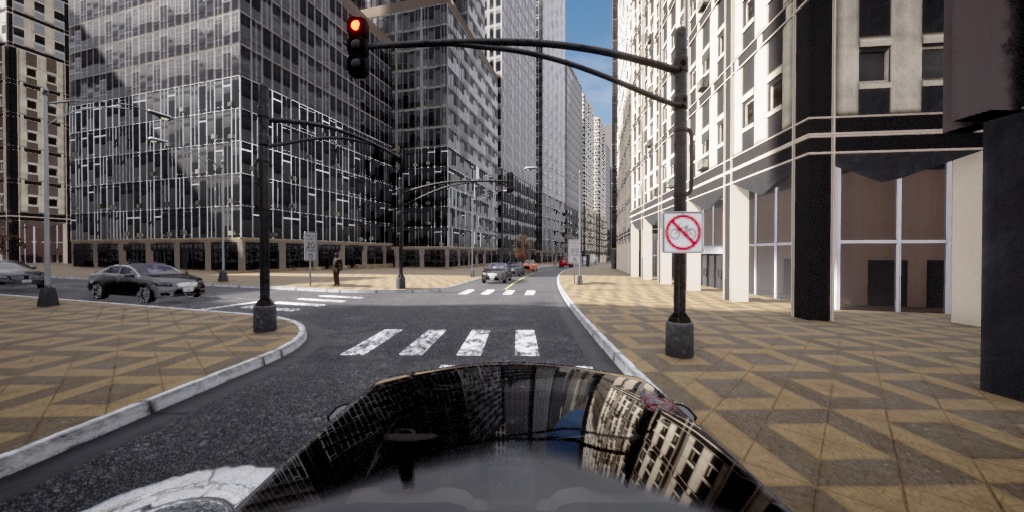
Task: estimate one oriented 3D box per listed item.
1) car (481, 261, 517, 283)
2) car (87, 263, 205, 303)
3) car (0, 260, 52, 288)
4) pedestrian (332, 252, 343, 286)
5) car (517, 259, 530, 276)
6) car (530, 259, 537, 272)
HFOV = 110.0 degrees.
[{"bbox_3d":[-1.116,1.275,28.193,2.128,1.511,4.902,0,0,7],"label":"car"},{"bbox_3d":[-15.314,1.059,15.054,4.902,1.511,2.128,1,1,16],"label":"car"},{"bbox_3d":[-25.885,0.941,18.147,4.674,1.442,1.812,1,1,17],"label":"car"},{"bbox_3d":[-9.523,0.716,19.461,0.375,1.860,0.375,0,0,16],"label":"pedestrian"},{"bbox_3d":[0.230,1.310,37.675,2.128,1.511,4.902,0,0,9],"label":"car"},{"bbox_3d":[2.086,1.220,47.837,2.097,1.767,4.553,0,0,12],"label":"car"}]
